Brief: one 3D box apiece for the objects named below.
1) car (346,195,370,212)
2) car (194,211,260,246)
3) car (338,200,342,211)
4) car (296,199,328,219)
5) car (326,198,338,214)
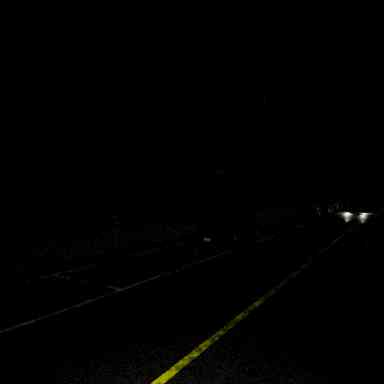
[{"bbox_3d":[19.048,1.478,38.408,1.882,1.535,5.008,0,0,32],"label":"car"},{"bbox_3d":[1.756,1.566,15.359,1.947,1.339,4.313,0,0,32],"label":"car"},{"bbox_3d":[16.239,1.441,38.884,1.967,1.590,4.097,0,0,32],"label":"car"},{"bbox_3d":[10.446,1.582,29.474,1.802,1.307,4.206,0,0,32],"label":"car"},{"bbox_3d":[13.342,1.567,34.179,1.947,1.339,4.313,0,0,32],"label":"car"}]
